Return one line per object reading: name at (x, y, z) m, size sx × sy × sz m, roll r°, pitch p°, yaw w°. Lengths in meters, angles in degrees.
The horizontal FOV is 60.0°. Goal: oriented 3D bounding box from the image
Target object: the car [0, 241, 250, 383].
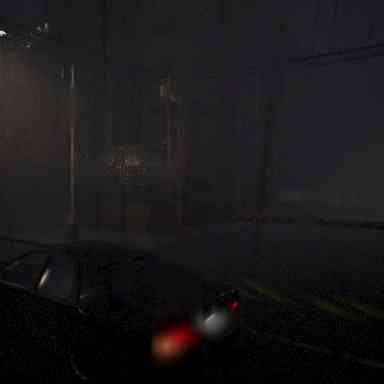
car at (-1.812, 1.525, 5.284) m, size 5.357 × 1.411 × 2.033 m, roll 0°, pitch 0°, yaw 36°
